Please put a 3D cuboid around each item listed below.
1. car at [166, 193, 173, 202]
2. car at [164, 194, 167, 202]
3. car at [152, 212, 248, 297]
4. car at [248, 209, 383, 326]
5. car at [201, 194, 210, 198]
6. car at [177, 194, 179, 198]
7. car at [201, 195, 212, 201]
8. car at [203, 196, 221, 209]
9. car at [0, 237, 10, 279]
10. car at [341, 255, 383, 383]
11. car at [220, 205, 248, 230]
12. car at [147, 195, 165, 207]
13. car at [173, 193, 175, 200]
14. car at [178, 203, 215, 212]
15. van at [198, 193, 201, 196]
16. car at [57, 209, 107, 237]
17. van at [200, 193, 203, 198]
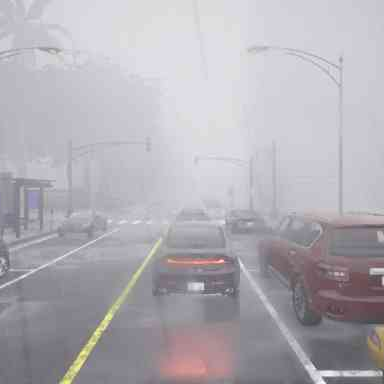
[{"bbox_3d":[-5.647,1.391,71.415,1.967,1.590,4.097,0,0,0],"label":"car"},{"bbox_3d":[-5.674,1.409,55.153,1.967,1.590,4.097,0,0,0],"label":"car"},{"bbox_3d":[0.090,1.503,8.575,1.837,1.490,4.892,0,0,0],"label":"car"},{"bbox_3d":[2.771,1.314,6.992,2.192,1.841,5.009,0,0,0],"label":"car"},{"bbox_3d":[2.852,1.494,55.290,1.752,1.417,4.829,0,0,0],"label":"car"},{"bbox_3d":[-5.612,1.232,93.096,2.192,1.841,5.009,0,0,0],"label":"car"},{"bbox_3d":[2.842,1.540,49.700,1.947,1.339,4.313,0,0,0],"label":"car"},{"bbox_3d":[2.833,1.544,44.279,1.947,1.339,4.313,0,0,0],"label":"car"},{"bbox_3d":[-5.754,1.439,7.022,1.967,1.590,4.097,0,0,0],"label":"car"},{"bbox_3d":[2.763,1.525,1.737,1.752,1.417,4.829,0,0,0],"label":"car"},{"bbox_3d":[2.790,1.561,17.843,1.947,1.339,4.313,0,0,0],"label":"car"},{"bbox_3d":[-5.683,1.525,49.733,2.008,1.369,4.403,0,0,0],"label":"car"},{"bbox_3d":[-5.639,1.258,76.835,2.192,1.841,5.009,0,0,0],"label":"car"},{"bbox_3d":[0.033,1.558,18.604,1.994,1.385,4.181,0,0,0],"label":"car"},{"bbox_3d":[2.895,1.276,82.222,1.690,1.788,3.998,0,0,0],"label":"van"},{"bbox_3d":[-5.736,1.577,17.874,1.802,1.307,4.206,0,0,0],"label":"car"},{"bbox_3d":[2.859,1.305,60.540,1.690,1.788,3.998,0,0,0],"label":"van"}]
